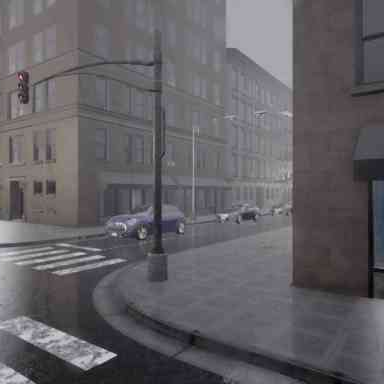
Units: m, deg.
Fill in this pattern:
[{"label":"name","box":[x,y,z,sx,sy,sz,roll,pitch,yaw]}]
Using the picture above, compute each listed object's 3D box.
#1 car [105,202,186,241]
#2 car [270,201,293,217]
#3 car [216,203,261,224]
[{"label":"car","box":[-2.335,1.432,17.538,2.097,1.767,4.553,0,0,36]},{"label":"car","box":[9.729,1.684,34.450,2.128,1.511,4.902,0,0,35]},{"label":"car","box":[3.681,1.629,25.951,2.128,1.511,4.902,0,0,36]}]
